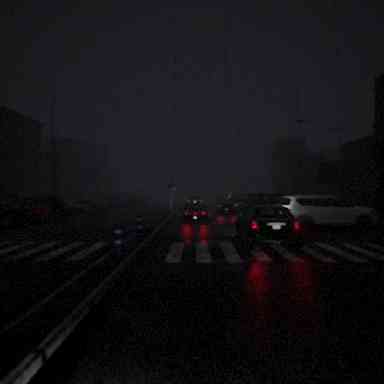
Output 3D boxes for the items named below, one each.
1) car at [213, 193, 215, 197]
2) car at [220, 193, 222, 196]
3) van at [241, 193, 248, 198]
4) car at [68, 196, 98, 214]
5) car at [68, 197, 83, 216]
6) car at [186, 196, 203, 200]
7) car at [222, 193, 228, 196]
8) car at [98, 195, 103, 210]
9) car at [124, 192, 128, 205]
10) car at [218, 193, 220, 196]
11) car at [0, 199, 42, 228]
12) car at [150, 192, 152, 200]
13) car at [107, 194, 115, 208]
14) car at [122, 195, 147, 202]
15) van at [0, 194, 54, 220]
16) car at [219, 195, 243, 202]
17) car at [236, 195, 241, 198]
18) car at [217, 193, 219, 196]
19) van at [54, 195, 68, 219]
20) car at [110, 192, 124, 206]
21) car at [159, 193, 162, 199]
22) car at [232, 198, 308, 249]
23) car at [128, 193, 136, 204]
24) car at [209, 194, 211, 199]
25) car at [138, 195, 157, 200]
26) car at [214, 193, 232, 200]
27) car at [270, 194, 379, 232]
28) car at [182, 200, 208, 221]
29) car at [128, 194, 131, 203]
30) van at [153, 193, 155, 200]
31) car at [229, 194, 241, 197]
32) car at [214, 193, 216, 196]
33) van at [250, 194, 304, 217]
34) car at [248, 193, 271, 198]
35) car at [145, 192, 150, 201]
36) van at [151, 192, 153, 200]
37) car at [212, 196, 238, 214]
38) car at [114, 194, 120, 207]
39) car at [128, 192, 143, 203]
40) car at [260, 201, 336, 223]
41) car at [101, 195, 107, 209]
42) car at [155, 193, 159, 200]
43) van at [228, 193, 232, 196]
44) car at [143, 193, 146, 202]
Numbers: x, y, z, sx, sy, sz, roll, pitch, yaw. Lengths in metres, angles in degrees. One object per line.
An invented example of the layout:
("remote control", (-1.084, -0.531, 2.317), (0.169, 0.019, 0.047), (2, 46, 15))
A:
("car", (8.090, 1.366, 77.323), (4.892, 1.521, 2.231), (0, 0, 0))
("car", (8.027, 1.378, 60.780), (4.792, 1.488, 2.163), (0, 0, 0))
("van", (7.968, 1.170, 35.966), (4.442, 1.987, 1.878), (0, 0, 0))
("car", (-12.210, 1.377, 31.837), (5.366, 1.575, 1.946), (0, 0, 0))
("car", (-12.417, 1.429, 29.059), (4.674, 1.452, 2.002), (0, 0, 0))
("car", (0.346, 1.250, 42.181), (2.097, 1.767, 4.553), (0, 0, 0))
("car", (7.977, 1.103, 52.510), (5.566, 2.045, 2.435), (0, 0, 0))
("car", (-12.372, 1.372, 34.618), (5.008, 1.535, 2.097), (0, 0, 0))
("car", (-12.253, 1.212, 48.512), (4.553, 1.767, 2.185), (0, 0, 0))
("car", (8.008, 1.349, 63.539), (4.892, 1.521, 2.231), (0, 0, 0))
("car", (-12.464, 1.412, 20.721), (4.892, 1.521, 2.231), (0, 0, 0))
("car", (-12.095, 1.391, 76.176), (4.674, 1.452, 2.002), (0, 0, 0))
("car", (-12.335, 1.356, 40.178), (5.008, 1.535, 2.097), (0, 0, 0))
("car", (-12.128, 1.341, 70.744), (4.892, 1.521, 2.231), (0, 0, 0))
("van", (-12.569, 1.178, 23.501), (4.442, 1.987, 1.878), (0, 0, 0))
("car", (8.044, 1.392, 69.053), (4.674, 1.452, 2.002), (0, 0, 0))
("car", (7.865, 1.427, 38.724), (4.674, 1.452, 2.002), (0, 0, 0))
("car", (8.216, 1.347, 66.294), (5.366, 1.575, 1.946), (0, 0, 0))
("van", (-12.550, 1.171, 26.280), (4.442, 1.987, 1.878), (0, 0, 0))
("car", (-12.271, 1.217, 45.732), (4.553, 1.767, 2.185), (0, 0, 0))
("car", (-11.957, 1.163, 92.851), (5.566, 2.045, 2.435), (0, 0, 0))
("car", (3.183, 1.334, 14.592), (2.097, 1.767, 4.553), (0, 0, 0))
("car", (-12.240, 1.332, 54.071), (4.892, 1.521, 2.231), (0, 0, 0))
("car", (8.200, 1.421, 93.865), (5.008, 1.535, 2.097), (0, 0, 0))
("car", (-12.001, 1.441, 90.131), (4.674, 1.452, 2.002), (0, 0, 0))
("car", (8.192, 1.272, 88.352), (4.553, 1.767, 2.185), (0, 0, 0))
("car", (7.781, 1.199, 19.419), (5.566, 2.045, 2.435), (0, 0, 0))
("car", (0.253, 1.551, 26.286), (1.895, 1.301, 4.718), (0, 0, 0))
("car", (-12.263, 1.374, 51.292), (4.674, 1.452, 2.002), (0, 0, 0))
("van", (-11.943, 1.142, 81.858), (4.442, 1.987, 1.878), (0, 0, 0))
("car", (7.698, 1.376, 41.483), (5.366, 1.575, 1.946), (0, 0, 0))
("car", (8.073, 1.360, 74.567), (4.892, 1.521, 2.231), (0, 0, 0))
("van", (7.702, 1.190, 30.452), (4.442, 1.987, 1.878), (0, 0, 0))
("car", (7.830, 1.174, 27.693), (5.566, 2.045, 2.435), (0, 0, 0))
("car", (-12.125, 1.084, 67.963), (5.566, 2.045, 2.435), (0, 0, 0))
("van", (-12.195, 1.134, 79.082), (4.442, 1.987, 1.878), (0, 0, 0))
("car", (3.310, 1.449, 33.956), (1.812, 1.442, 4.674), (0, 0, 0))
("car", (-12.327, 1.350, 42.955), (4.892, 1.521, 2.231), (0, 0, 0))
("car", (-12.181, 1.078, 59.629), (5.566, 2.045, 2.435), (0, 0, 0))
("car", (7.779, 1.434, 24.811), (5.008, 1.535, 2.097), (0, 0, 0))
("car", (-12.390, 1.238, 37.396), (4.553, 1.767, 2.185), (0, 0, 0))
("car", (-12.069, 1.127, 84.639), (5.566, 2.045, 2.435), (0, 0, 0))
("van", (8.049, 1.134, 49.751), (4.442, 1.987, 1.878), (0, 0, 0))
("car", (-12.005, 1.327, 62.406), (5.366, 1.575, 1.946), (0, 0, 0))
